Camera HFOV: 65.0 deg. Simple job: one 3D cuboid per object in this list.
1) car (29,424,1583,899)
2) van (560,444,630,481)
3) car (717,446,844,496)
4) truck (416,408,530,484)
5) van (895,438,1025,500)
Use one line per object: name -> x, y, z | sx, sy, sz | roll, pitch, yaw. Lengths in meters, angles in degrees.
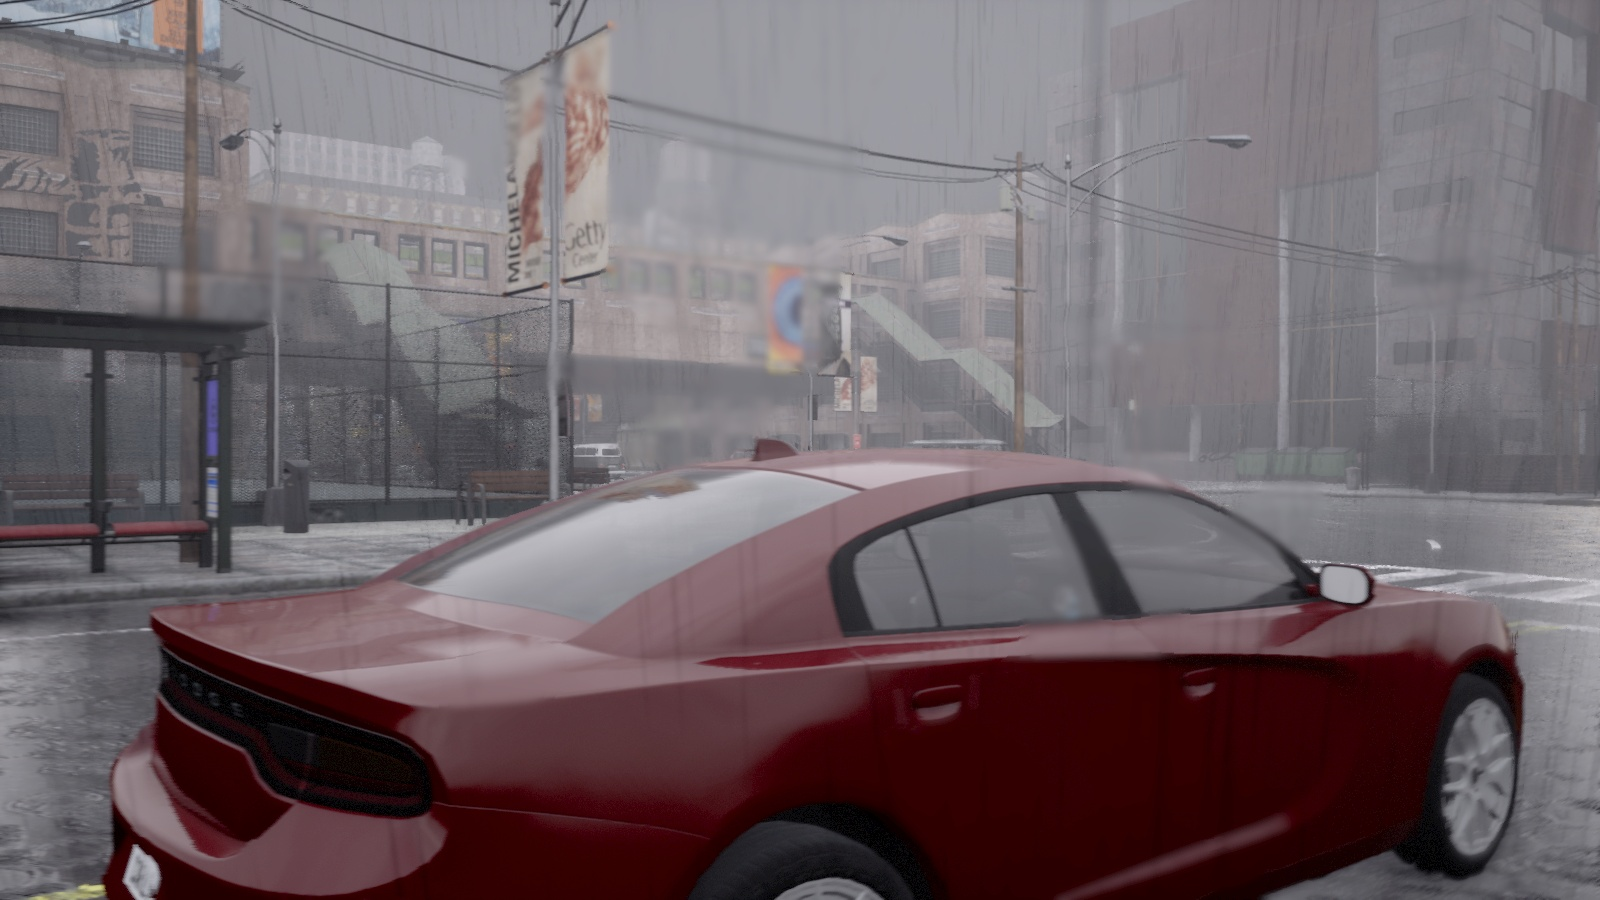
car -> 0.516, 0.733, 4.120 | 5.008, 1.535, 1.882 | 0, 0, -38
van -> -11.558, 0.699, 70.655 | 2.069, 2.038, 4.480 | 0, 0, -37
car -> -0.763, 0.719, 44.755 | 2.242, 1.667, 4.611 | 0, 0, -37
truck -> -17.552, -0.185, 66.981 | 2.891, 3.827, 8.468 | 0, 0, -37
van -> 5.345, 0.606, 42.539 | 1.775, 1.987, 4.442 | 0, 0, -37
